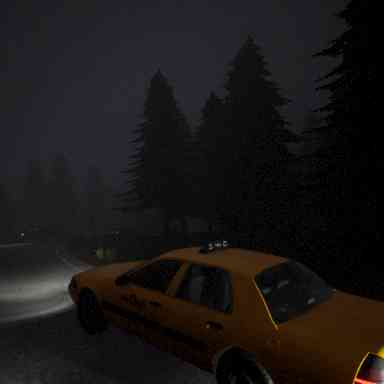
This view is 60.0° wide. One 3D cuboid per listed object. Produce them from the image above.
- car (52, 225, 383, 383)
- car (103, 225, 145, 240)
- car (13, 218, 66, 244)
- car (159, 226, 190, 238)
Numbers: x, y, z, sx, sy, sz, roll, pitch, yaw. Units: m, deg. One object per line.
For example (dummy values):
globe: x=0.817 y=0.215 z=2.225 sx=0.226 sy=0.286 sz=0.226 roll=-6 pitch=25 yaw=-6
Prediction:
car: x=0.116 y=1.441 z=4.758 sx=5.366 sy=1.575 sz=1.801 roll=0 pitch=1 yaw=43
car: x=-7.443 y=4.510 z=36.981 sx=2.033 sy=1.411 sz=5.357 roll=-4 pitch=-8 yaw=20
car: x=-12.719 y=3.247 z=28.347 sx=2.150 sy=2.045 sz=5.566 roll=-4 pitch=-7 yaw=7
car: x=-2.318 y=5.543 z=46.286 sx=1.882 sy=1.535 sz=5.008 roll=-5 pitch=-8 yaw=30
